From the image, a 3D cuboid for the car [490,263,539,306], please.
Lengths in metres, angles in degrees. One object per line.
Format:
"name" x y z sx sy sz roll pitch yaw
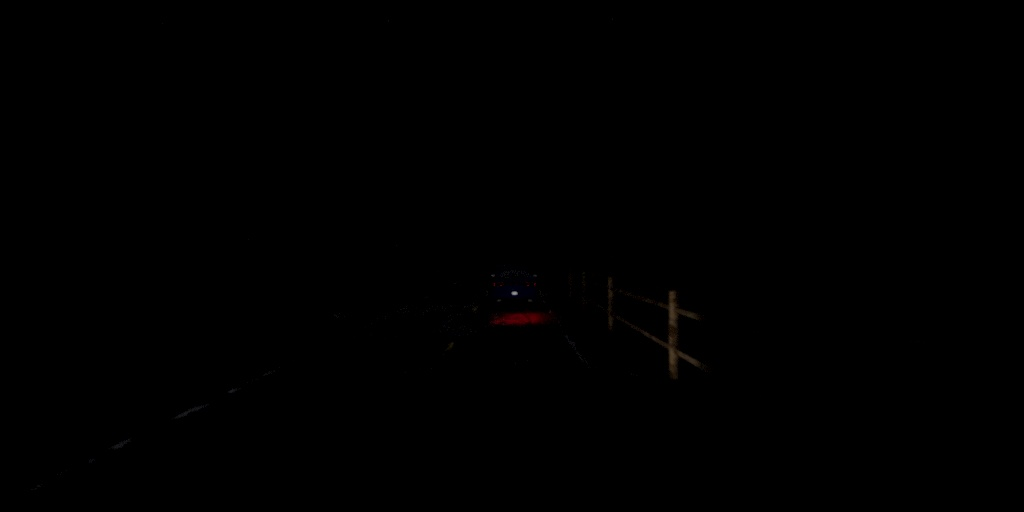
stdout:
"car" 0.098 1.223 15.663 1.882 1.535 5.008 0 0 0
